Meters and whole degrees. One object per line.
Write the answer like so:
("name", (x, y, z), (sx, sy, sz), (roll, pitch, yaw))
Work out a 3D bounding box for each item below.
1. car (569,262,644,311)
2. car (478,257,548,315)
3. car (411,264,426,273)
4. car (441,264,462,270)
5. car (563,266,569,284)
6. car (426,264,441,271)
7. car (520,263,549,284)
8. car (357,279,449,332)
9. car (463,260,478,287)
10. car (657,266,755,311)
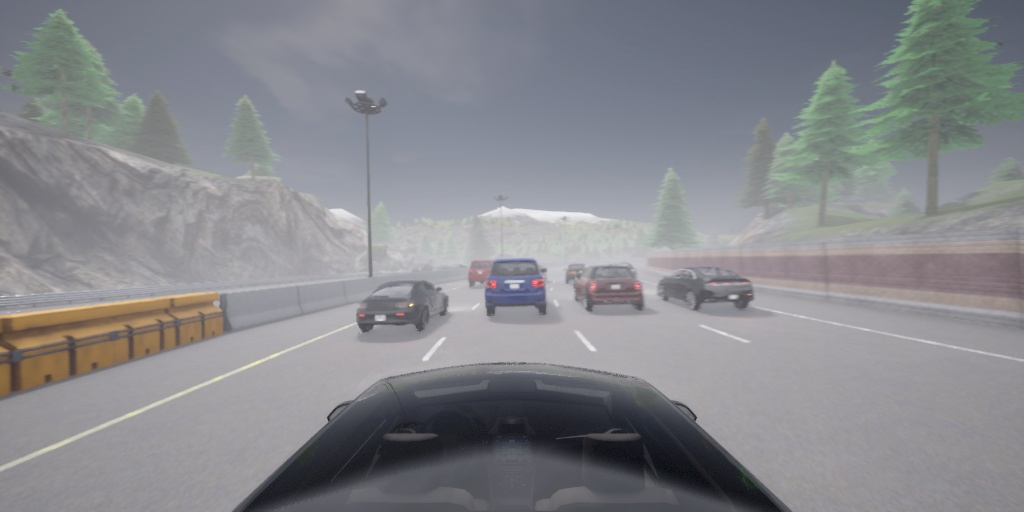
("car", (3.788, 1.124, 14.795), (2.097, 1.767, 4.553), (-2, -1, 3))
("car", (0.236, 1.094, 14.376), (2.150, 2.045, 5.566), (-2, 0, 3))
("car", (-15.423, 2.153, 61.646), (2.097, 1.767, 4.553), (-2, -1, 19))
("car", (-9.105, 2.065, 58.541), (1.882, 1.535, 5.008), (-2, -1, 19))
("car", (5.282, 1.380, 29.098), (1.837, 1.490, 4.892), (-2, 0, 9))
("car", (-11.940, 2.186, 61.033), (2.128, 1.511, 4.902), (-2, -1, 19))
("car", (2.037, 1.463, 30.908), (1.882, 1.535, 5.008), (-2, -1, 9))
("car", (-3.377, 1.474, 11.718), (1.812, 1.442, 4.674), (-2, 0, 2))
("car", (-1.895, 1.300, 28.667), (2.150, 2.045, 5.566), (-2, 0, 9))
("car", (7.241, 1.152, 13.964), (2.128, 1.511, 4.902), (-2, -1, 3))
